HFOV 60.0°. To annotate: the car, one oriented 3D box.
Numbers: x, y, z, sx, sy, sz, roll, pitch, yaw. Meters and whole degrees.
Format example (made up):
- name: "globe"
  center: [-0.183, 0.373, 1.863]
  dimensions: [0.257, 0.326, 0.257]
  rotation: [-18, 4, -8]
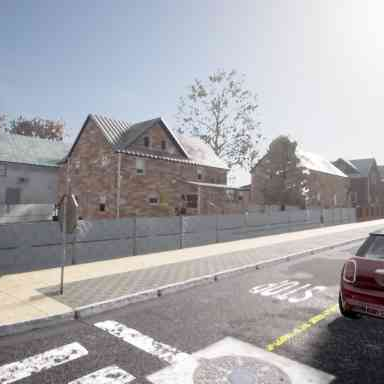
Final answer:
- name: "car"
  center: [4.752, 1.456, 6.720]
  dimensions: [2.097, 1.767, 4.553]
  rotation: [-2, -2, 44]
